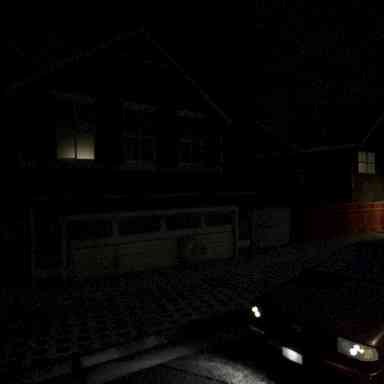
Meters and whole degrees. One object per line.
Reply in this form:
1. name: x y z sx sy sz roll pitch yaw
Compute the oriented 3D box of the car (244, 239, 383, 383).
1. car: 3.335 1.548 5.513 5.357 1.411 2.033 0 0 -36
